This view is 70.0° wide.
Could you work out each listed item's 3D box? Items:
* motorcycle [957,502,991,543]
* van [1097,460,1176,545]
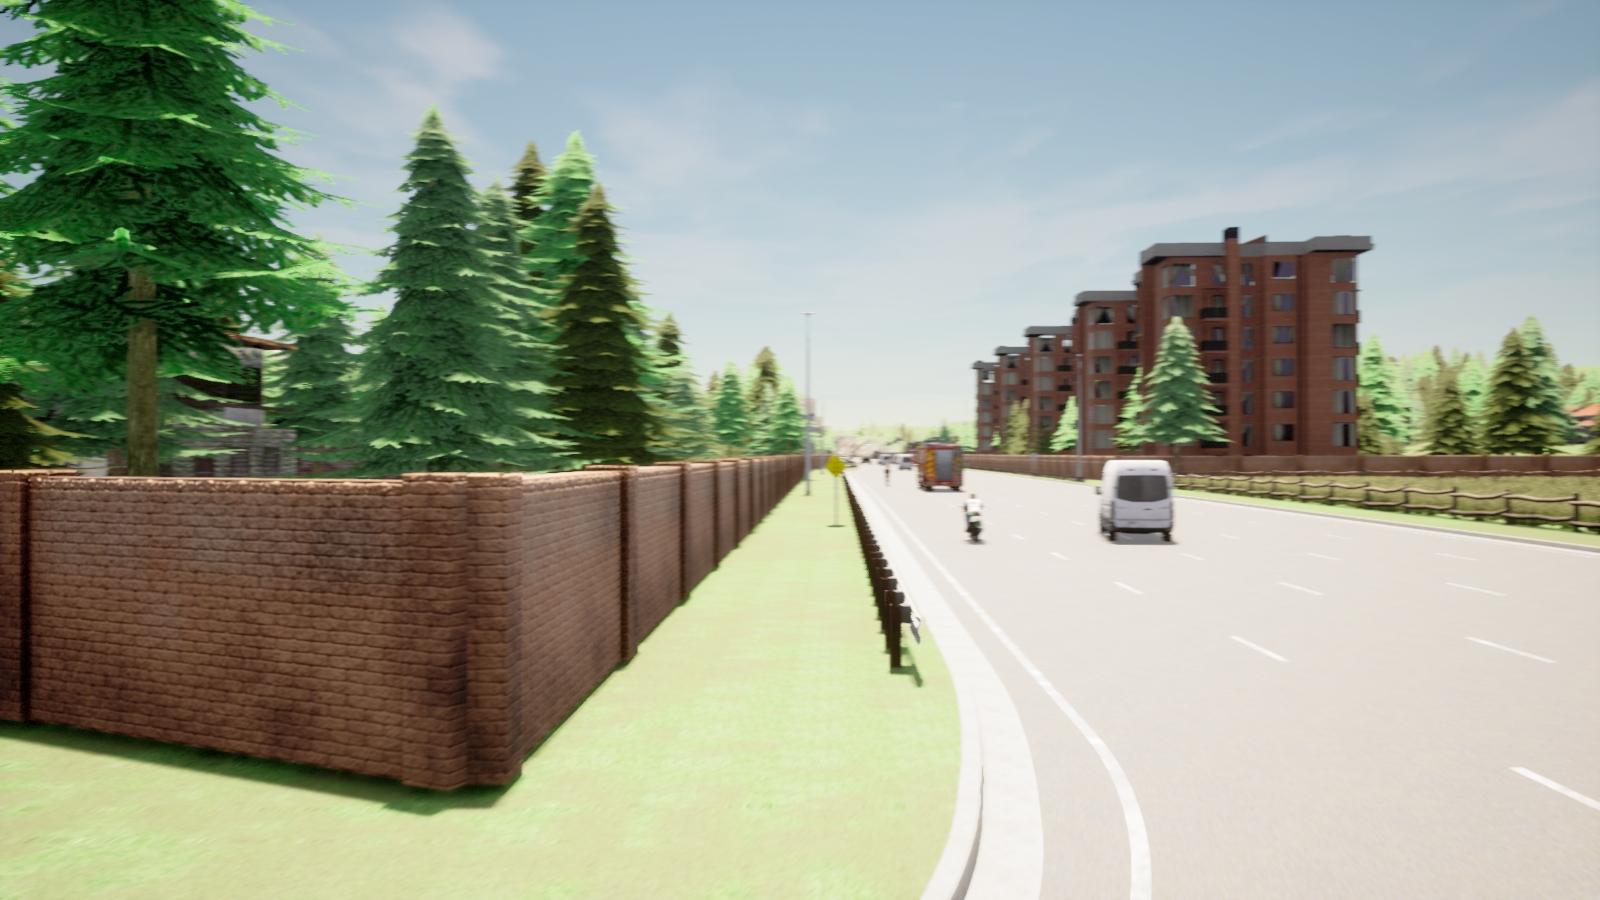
[{"bbox_3d":[5.473,2.275,36.032,0.803,1.199,2.033,0,-1,2],"label":"motorcycle"},{"bbox_3d":[11.091,1.619,38.024,1.988,2.561,5.915,0,0,11],"label":"van"}]
